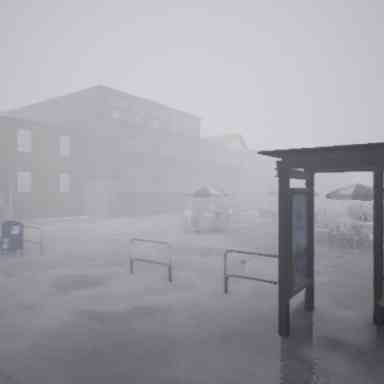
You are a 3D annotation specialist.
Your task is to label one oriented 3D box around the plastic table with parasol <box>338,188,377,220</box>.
[{"bbox_3d":[13.632,0.917,27.325,2.482,2.480,2.482,0,0,36],"label":"plastic table with parasol"}]
